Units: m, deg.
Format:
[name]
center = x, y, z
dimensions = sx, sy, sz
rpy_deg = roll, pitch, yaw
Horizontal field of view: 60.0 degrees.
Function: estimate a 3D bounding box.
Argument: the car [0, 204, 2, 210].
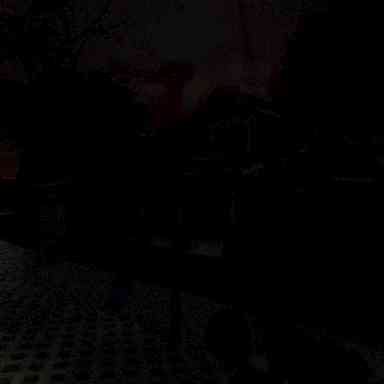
[car]
center = -30.300, 1.982, 49.651
dimensions = 2.097, 1.767, 4.553
rpy_deg = 0, -1, -4
